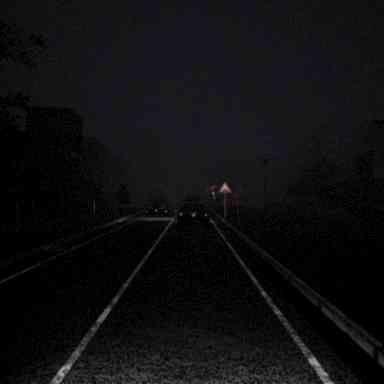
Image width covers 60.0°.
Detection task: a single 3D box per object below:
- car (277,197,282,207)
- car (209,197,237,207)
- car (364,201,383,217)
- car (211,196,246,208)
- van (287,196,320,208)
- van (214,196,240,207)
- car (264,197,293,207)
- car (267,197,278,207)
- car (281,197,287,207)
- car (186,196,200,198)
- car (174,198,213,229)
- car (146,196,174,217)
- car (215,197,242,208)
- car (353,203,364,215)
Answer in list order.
[{"bbox_3d":[18.687,2.003,59.752,5.366,1.575,1.946,0,-2,0],"label":"car"},{"bbox_3d":[6.196,1.964,66.995,5.566,2.045,2.435,0,-2,-1],"label":"car"},{"bbox_3d":[18.754,1.484,30.335,4.553,1.767,2.185,0,0,0],"label":"car"},{"bbox_3d":[6.088,1.884,54.844,5.366,1.575,1.946,0,-1,0],"label":"car"},{"bbox_3d":[18.428,1.652,54.301,4.442,1.987,1.878,0,-1,0],"label":"van"},{"bbox_3d":[6.340,1.807,60.805,4.442,1.987,1.878,0,-2,0],"label":"van"},{"bbox_3d":[18.358,2.106,70.931,5.566,2.045,2.435,0,-2,-1],"label":"car"},{"bbox_3d":[18.427,1.917,65.472,5.566,2.045,2.435,0,-2,-1],"label":"car"},{"bbox_3d":[18.708,1.938,57.092,5.366,1.575,1.946,0,-1,0],"label":"car"},{"bbox_3d":[0.086,1.443,40.462,2.150,2.045,5.566,0,0,0],"label":"car"},{"bbox_3d":[0.098,1.475,22.730,2.097,1.767,4.553,0,0,0],"label":"car"},{"bbox_3d":[-3.352,1.403,34.059,2.150,2.045,5.566,0,0,0],"label":"car"},{"bbox_3d":[6.280,1.827,57.766,4.553,1.767,2.185,0,-1,0],"label":"car"},{"bbox_3d":[18.683,1.668,33.504,4.674,1.452,2.002,0,0,0],"label":"car"}]
